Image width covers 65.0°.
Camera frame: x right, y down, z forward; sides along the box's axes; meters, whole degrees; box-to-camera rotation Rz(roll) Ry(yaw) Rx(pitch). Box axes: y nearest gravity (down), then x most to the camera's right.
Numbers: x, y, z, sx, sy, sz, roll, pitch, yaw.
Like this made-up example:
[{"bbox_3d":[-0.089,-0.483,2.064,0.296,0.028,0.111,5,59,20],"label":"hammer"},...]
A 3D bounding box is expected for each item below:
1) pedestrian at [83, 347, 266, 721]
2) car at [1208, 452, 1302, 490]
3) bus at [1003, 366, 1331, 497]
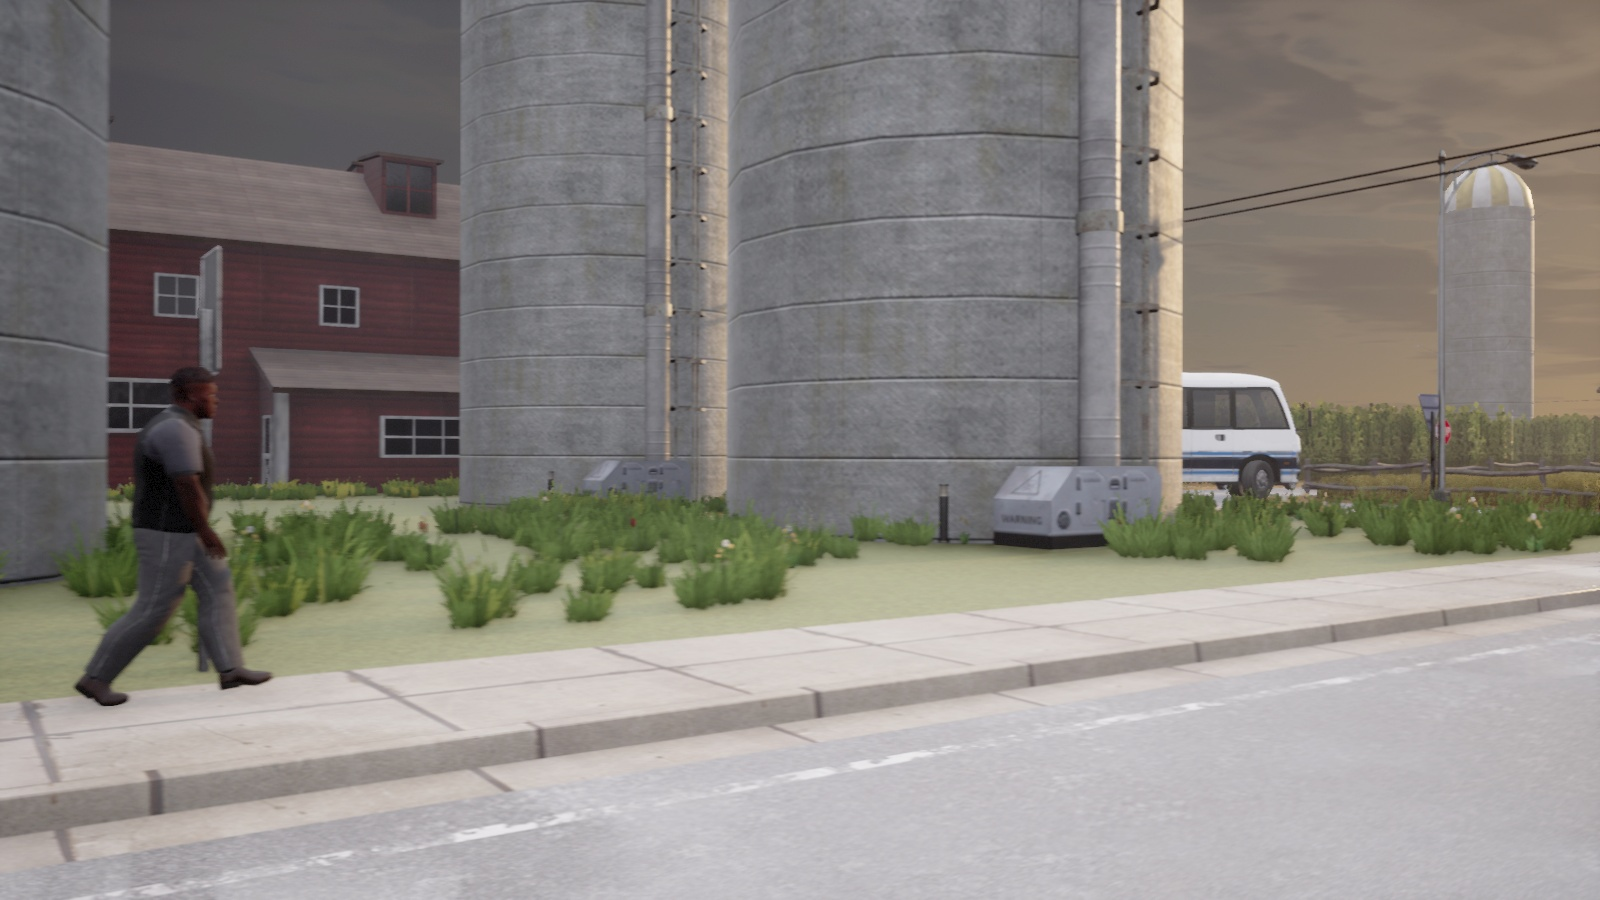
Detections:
[{"bbox_3d":[-3.335,0.424,6.756,0.849,1.883,0.563,0,0,-23],"label":"pedestrian"},{"bbox_3d":[18.615,0.845,51.342,3.633,1.501,1.845,0,0,-34],"label":"car"},{"bbox_3d":[12.293,-0.563,43.224,10.273,4.253,3.944,0,-1,6],"label":"bus"}]
